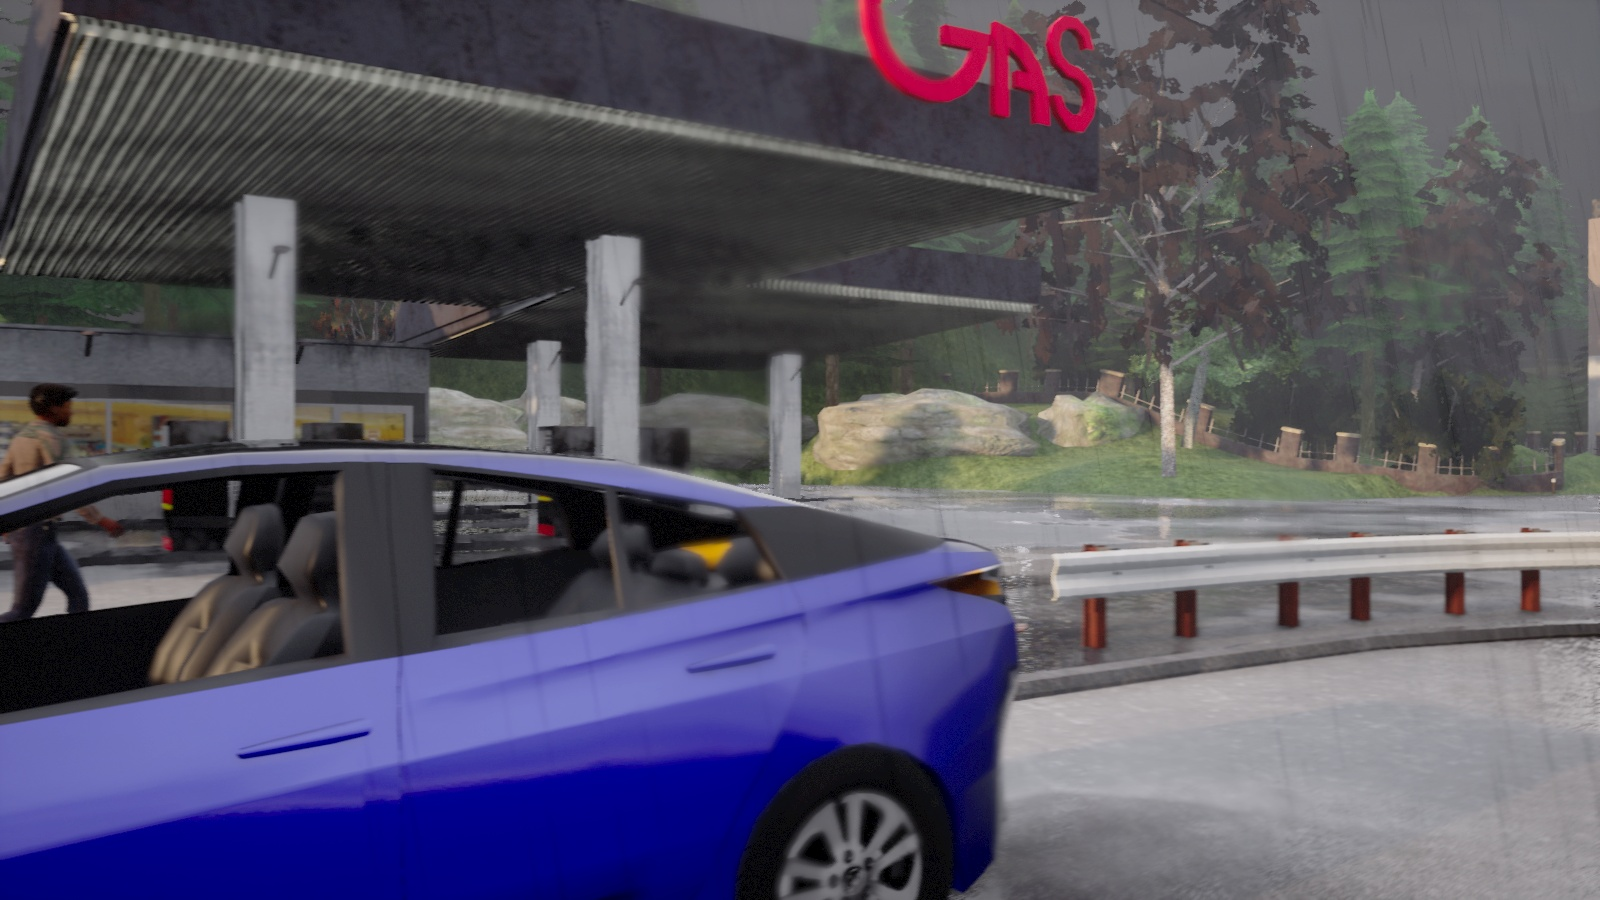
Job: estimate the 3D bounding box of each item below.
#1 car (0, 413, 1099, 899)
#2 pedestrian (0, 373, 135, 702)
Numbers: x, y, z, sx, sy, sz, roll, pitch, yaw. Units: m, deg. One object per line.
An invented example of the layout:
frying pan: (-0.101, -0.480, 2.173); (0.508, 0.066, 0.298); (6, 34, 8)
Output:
car: (-1.573, 0.703, 3.183); (4.514, 1.525, 2.007); (0, 0, -34)
pedestrian: (-4.326, 0.481, 7.185); (0.869, 1.805, 0.328); (0, 0, -43)
